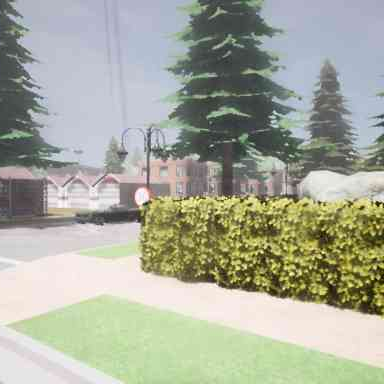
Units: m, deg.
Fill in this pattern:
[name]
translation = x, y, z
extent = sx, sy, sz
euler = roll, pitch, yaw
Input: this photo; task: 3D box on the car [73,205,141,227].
[car]
translation = -5.731, 1.562, 22.908
extent = 1.895, 1.301, 4.718
euler = 0, 0, 35
